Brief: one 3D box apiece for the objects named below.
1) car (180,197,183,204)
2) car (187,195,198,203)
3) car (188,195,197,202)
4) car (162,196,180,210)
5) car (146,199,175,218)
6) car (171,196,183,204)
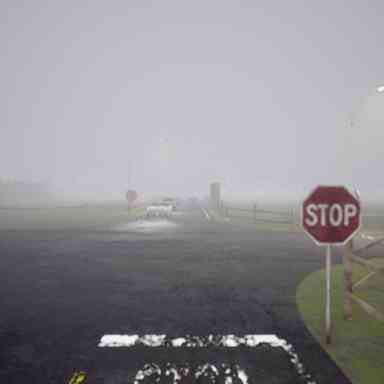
[{"bbox_3d":[-2.777,1.440,48.977,1.994,1.385,4.181,0,0,1],"label":"car"},{"bbox_3d":[0.136,1.319,61.988,1.882,1.535,5.008,0,0,0],"label":"car"},{"bbox_3d":[0.072,1.409,72.128,1.895,1.301,4.718,0,0,0],"label":"car"},{"bbox_3d":[-2.804,1.379,39.169,1.882,1.535,5.008,0,0,0],"label":"car"},{"bbox_3d":[-2.851,1.526,29.687,1.895,1.301,4.718,0,0,1],"label":"car"},{"bbox_3d":[-2.729,1.411,60.004,1.994,1.385,4.181,0,0,0],"label":"car"}]
